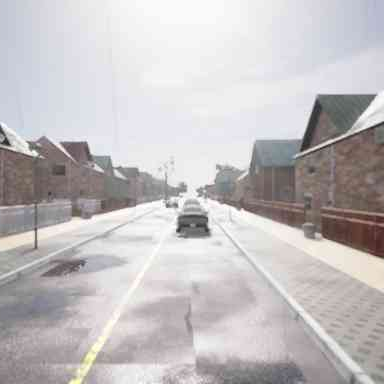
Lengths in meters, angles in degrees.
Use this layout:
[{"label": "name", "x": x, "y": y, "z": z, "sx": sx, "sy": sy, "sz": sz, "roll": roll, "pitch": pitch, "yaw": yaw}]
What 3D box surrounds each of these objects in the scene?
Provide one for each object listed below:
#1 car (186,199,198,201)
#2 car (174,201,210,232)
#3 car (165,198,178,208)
[{"label": "car", "x": -0.006, "y": 1.553, "z": 39.267, "sx": 1.882, "sy": 1.535, "sz": 5.008, "roll": 0, "pitch": 0, "yaw": 0}, {"label": "car", "x": 0.043, "y": 1.536, "z": 20.282, "sx": 1.837, "sy": 1.490, "sz": 4.892, "roll": 0, "pitch": 0, "yaw": 0}, {"label": "car", "x": -2.880, "y": 1.597, "z": 48.775, "sx": 2.128, "sy": 1.511, "sz": 4.902, "roll": 0, "pitch": 0, "yaw": 0}]
